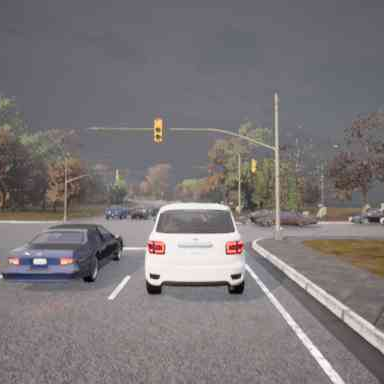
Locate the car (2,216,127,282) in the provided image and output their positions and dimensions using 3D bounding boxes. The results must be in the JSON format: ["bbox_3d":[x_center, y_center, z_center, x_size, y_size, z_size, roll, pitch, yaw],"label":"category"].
[{"bbox_3d":[-3.425,1.661,9.977,2.033,1.411,5.357,0,-1,0],"label":"car"}]

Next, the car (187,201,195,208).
[{"bbox_3d":[-0.183,3.264,87.743,1.837,1.490,4.892,0,0,-3],"label":"car"}]

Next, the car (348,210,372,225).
[{"bbox_3d":[18.002,2.489,32.816,4.902,1.511,2.128,0,-3,-3],"label":"car"}]

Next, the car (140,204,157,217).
[{"bbox_3d":[-7.131,2.993,55.266,2.150,2.045,5.566,0,-1,0],"label":"car"}]

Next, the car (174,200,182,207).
[{"bbox_3d":[-3.659,3.070,87.387,1.882,1.535,5.008,0,0,-3],"label":"car"}]

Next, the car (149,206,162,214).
[{"bbox_3d":[-7.089,3.464,65.188,1.895,1.301,4.718,0,0,0],"label":"car"}]

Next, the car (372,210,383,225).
[{"bbox_3d":[19.112,2.336,29.364,4.902,1.511,2.128,0,-3,-3],"label":"car"}]

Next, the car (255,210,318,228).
[{"bbox_3d":[8.092,2.377,29.024,5.357,1.411,2.033,0,-3,-1],"label":"car"}]

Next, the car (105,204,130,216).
[{"bbox_3d":[-10.643,2.796,47.095,2.150,2.045,5.566,0,-2,-2],"label":"car"}]

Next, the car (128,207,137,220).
[{"bbox_3d":[-7.121,3.132,45.738,1.895,1.301,4.718,0,-2,-1],"label":"car"}]

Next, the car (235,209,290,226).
[{"bbox_3d":[6.774,2.475,32.511,4.902,1.511,2.128,0,-3,-1],"label":"car"}]

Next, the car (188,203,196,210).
[{"bbox_3d":[-0.058,3.312,77.591,1.837,1.490,4.892,0,0,0],"label":"car"}]

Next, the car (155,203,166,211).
[{"bbox_3d":[-7.056,3.361,75.885,2.033,1.411,5.357,0,0,0],"label":"car"}]

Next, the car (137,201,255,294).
[{"bbox_3d":[0.076,1.318,9.125,2.150,2.045,5.566,0,-1,0],"label":"car"}]

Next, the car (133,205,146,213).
[{"bbox_3d":[-10.560,3.463,67.671,1.895,1.301,4.718,0,0,0],"label":"car"}]
